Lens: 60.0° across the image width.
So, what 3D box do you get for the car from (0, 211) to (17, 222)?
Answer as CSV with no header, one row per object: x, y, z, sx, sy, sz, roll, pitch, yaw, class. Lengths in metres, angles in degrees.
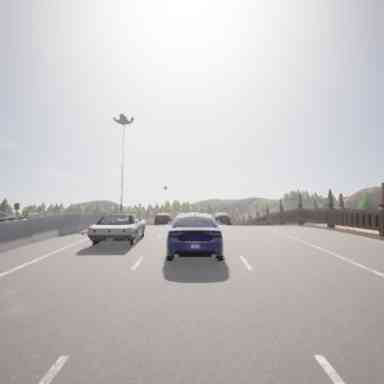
-10.560,1.592,16.272,1.882,1.535,5.008,0,-2,0,car

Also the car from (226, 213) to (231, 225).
3.584,3.342,40.234,1.837,1.490,4.892,0,-7,0,car

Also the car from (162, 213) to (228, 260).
0.096,1.539,12.699,1.882,1.535,5.008,0,0,0,car

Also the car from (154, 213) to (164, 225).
-3.416,3.320,40.246,1.882,1.535,5.008,0,-7,0,car

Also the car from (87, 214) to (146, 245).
-3.406,1.708,15.995,1.895,1.301,4.718,0,-1,0,car

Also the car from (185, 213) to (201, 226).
0.083,3.377,40.314,1.812,1.442,4.674,0,-7,0,car
